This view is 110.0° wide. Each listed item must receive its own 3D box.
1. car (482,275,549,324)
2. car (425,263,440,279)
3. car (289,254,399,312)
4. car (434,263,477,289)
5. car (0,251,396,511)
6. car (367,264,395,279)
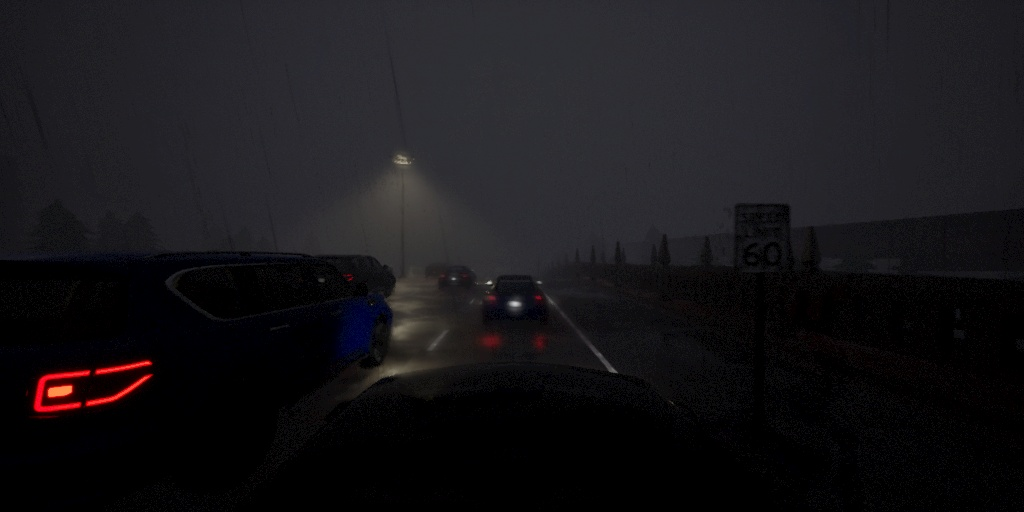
[{"bbox_3d":[0.101,1.310,11.955,1.994,1.385,4.181,0,0,0],"label":"car"},{"bbox_3d":[-6.896,1.375,34.271,1.882,1.535,5.008,0,-2,0],"label":"car"},{"bbox_3d":[-6.898,0.966,15.626,2.150,2.045,5.566,0,0,0],"label":"car"},{"bbox_3d":[-3.397,1.305,22.921,1.994,1.385,4.181,0,0,0],"label":"car"},{"bbox_3d":[-3.400,0.970,4.694,2.150,2.045,5.566,0,0,0],"label":"car"},{"bbox_3d":[-17.570,2.112,48.400,2.097,1.767,4.553,0,-5,0],"label":"car"}]
